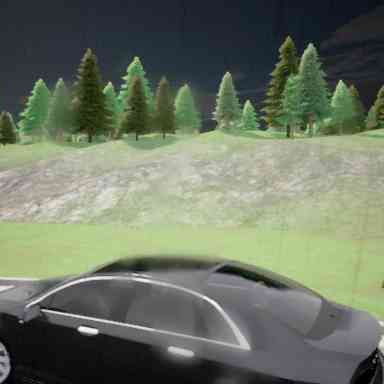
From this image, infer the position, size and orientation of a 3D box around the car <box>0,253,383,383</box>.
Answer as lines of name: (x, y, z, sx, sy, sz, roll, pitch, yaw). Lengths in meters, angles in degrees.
car: (-0.535, 1.506, 3.856, 4.892, 1.490, 1.837, 0, 0, 27)
